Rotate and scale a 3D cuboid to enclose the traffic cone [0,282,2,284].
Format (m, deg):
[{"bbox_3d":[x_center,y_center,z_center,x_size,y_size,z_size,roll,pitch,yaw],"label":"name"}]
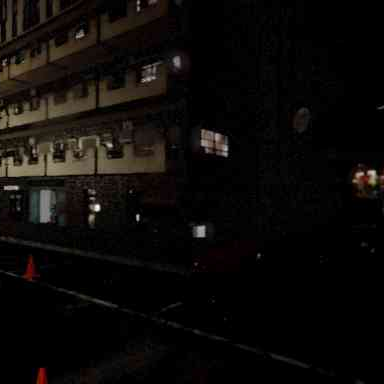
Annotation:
[{"bbox_3d":[-5.035,2.019,8.391,0.340,0.580,0.340,0,-1,37],"label":"traffic cone"}]

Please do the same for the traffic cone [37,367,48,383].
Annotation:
[{"bbox_3d":[-1.439,1.987,3.188,0.340,0.580,0.340,0,-1,37],"label":"traffic cone"}]

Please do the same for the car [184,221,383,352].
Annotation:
[{"bbox_3d":[2.244,1.403,5.374,5.009,1.841,2.192,0,0,37],"label":"car"}]

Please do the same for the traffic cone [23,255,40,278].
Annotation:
[{"bbox_3d":[-4.434,2.034,9.190,0.340,0.580,0.340,0,-1,37],"label":"traffic cone"}]
